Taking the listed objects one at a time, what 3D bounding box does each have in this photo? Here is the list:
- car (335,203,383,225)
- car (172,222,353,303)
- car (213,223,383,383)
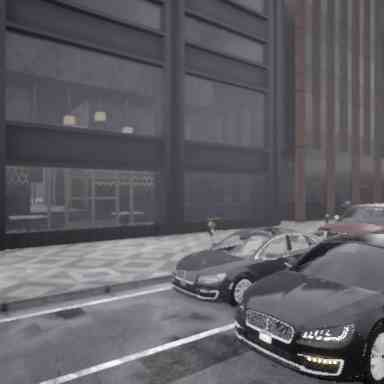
[{"bbox_3d":[6.183,1.315,11.057,5.009,1.841,2.192,0,0,-35],"label":"car"},{"bbox_3d":[1.609,1.551,7.795,4.403,1.369,2.008,0,0,-35],"label":"car"},{"bbox_3d":[2.858,1.505,5.416,4.892,1.490,1.837,0,0,-36],"label":"car"}]
